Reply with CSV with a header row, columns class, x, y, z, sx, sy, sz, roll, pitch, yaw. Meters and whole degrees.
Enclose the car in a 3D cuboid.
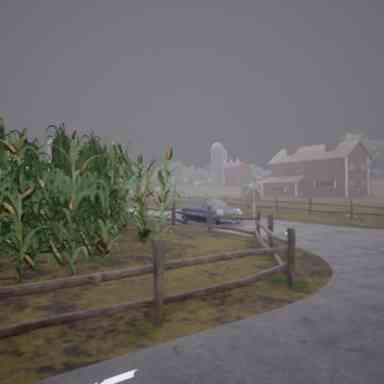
class,x,y,z,sx,sy,sz,roll,pitch,yaw
car,1.268,1.191,21.873,2.097,1.767,4.553,-2,2,-35
